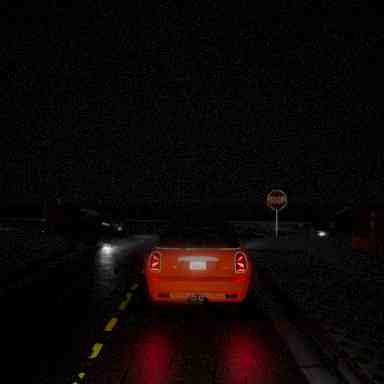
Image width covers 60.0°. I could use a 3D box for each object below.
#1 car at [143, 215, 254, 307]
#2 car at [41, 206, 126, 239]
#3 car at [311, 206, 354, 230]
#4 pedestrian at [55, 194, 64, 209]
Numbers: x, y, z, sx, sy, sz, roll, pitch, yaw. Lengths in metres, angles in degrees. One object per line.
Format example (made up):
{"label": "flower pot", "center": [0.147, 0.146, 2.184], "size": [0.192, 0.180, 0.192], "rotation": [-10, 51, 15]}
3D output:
{"label": "car", "center": [0.182, 1.354, 8.150], "size": [2.097, 1.767, 4.553], "rotation": [0, 0, 2]}
{"label": "car", "center": [-5.598, 1.465, 17.007], "size": [4.674, 1.442, 1.812], "rotation": [1, 0, 24]}
{"label": "car", "center": [10.332, 1.635, 21.506], "size": [5.008, 1.535, 1.882], "rotation": [1, 0, 0]}
{"label": "pedestrian", "center": [-9.673, 1.069, 24.313], "size": [0.375, 1.860, 0.375], "rotation": [0, -1, 0]}
